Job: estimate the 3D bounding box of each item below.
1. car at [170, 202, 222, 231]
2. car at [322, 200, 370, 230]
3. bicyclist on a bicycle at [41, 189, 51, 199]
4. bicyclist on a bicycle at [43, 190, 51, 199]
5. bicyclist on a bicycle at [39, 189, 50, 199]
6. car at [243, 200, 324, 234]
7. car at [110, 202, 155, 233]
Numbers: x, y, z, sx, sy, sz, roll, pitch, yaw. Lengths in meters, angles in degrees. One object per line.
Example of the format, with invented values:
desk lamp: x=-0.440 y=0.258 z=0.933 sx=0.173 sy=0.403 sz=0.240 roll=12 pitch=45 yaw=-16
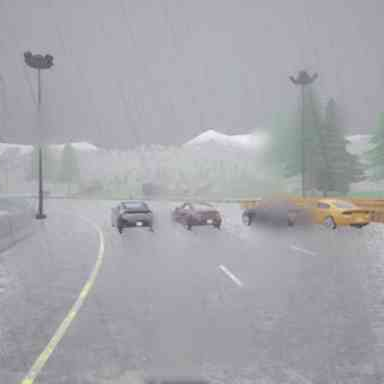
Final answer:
car: x=0.150 y=1.268 z=18.801 sx=1.812 sy=1.442 sz=4.674 roll=0 pitch=1 yaw=-19
car: x=7.628 y=1.179 z=18.846 sx=1.882 sy=1.535 sz=5.008 roll=0 pitch=1 yaw=-16
bicyclist on a bicycle: x=-29.626 y=0.408 z=67.531 sx=0.582 sy=1.620 sz=1.656 roll=-1 pitch=-22 yaw=22
bicyclist on a bicycle: x=-29.105 y=0.412 z=67.291 sx=0.582 sy=1.620 sz=1.656 roll=1 pitch=-20 yaw=24
bicyclist on a bicycle: x=-30.096 y=0.408 z=67.739 sx=0.582 sy=1.620 sz=1.656 roll=1 pitch=-22 yaw=23
car: x=4.344 y=1.231 z=17.615 sx=2.128 sy=1.511 sz=4.902 roll=-1 pitch=1 yaw=-16
car: x=-3.299 y=1.266 z=18.091 sx=2.128 sy=1.511 sz=4.902 roll=-1 pitch=1 yaw=-19
